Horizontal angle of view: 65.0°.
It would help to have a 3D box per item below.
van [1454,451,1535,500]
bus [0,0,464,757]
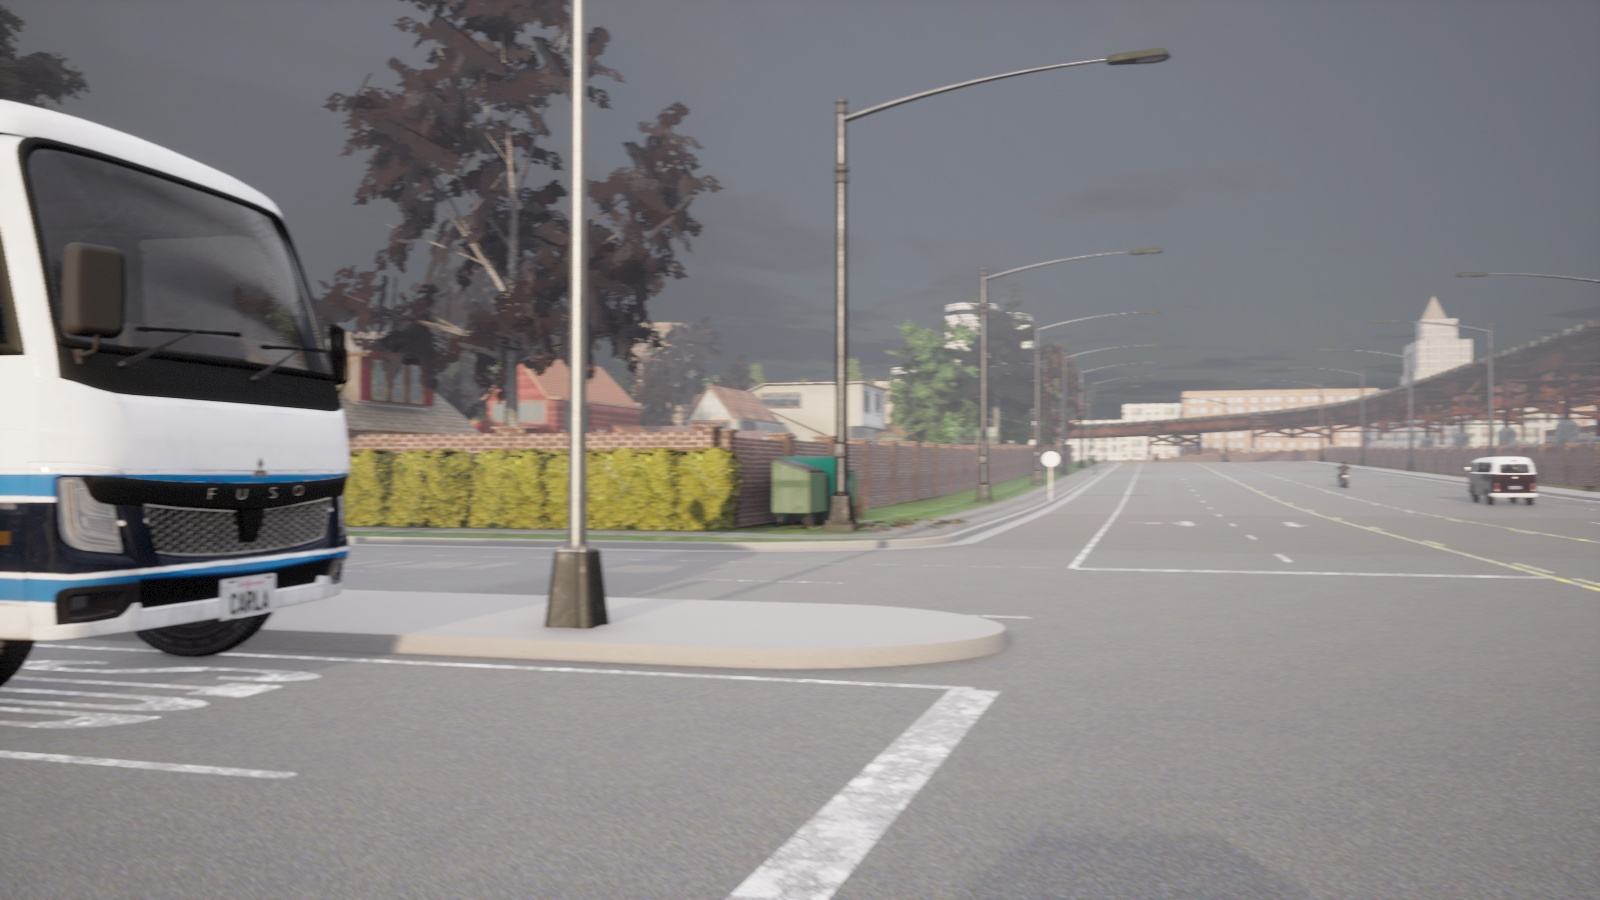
[{"bbox_3d":[29.983,1.067,54.349,2.069,2.038,4.480,-1,0,15],"label":"van"},{"bbox_3d":[-8.357,-0.328,10.009,10.273,4.253,3.944,-1,-1,12],"label":"bus"}]
